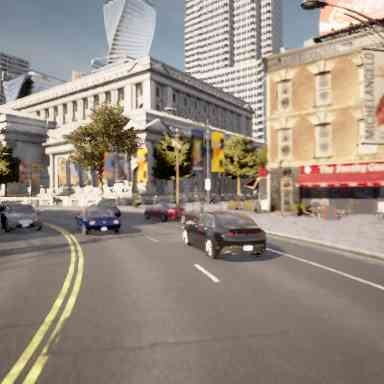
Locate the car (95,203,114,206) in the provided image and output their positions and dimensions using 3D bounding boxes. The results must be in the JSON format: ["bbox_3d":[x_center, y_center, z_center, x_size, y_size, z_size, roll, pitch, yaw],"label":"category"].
[{"bbox_3d":[-7.856,1.607,29.036,1.994,1.385,4.181,0,0,-38],"label":"car"}]

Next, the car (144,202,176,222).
[{"bbox_3d":[-2.154,1.521,26.577,2.002,1.452,4.674,0,0,-34],"label":"car"}]

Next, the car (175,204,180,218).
[{"bbox_3d":[0.827,1.576,21.682,1.895,1.301,4.718,0,0,-24],"label":"car"}]

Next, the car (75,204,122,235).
[{"bbox_3d":[-5.592,1.632,19.341,1.895,1.301,4.718,0,0,-27],"label":"car"}]

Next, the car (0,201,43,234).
[{"bbox_3d":[-10.413,1.559,20.284,2.128,1.511,4.902,0,0,-33],"label":"car"}]

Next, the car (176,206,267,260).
[{"bbox_3d":[1.027,1.490,12.602,1.837,1.490,4.892,0,0,-17],"label":"car"}]
